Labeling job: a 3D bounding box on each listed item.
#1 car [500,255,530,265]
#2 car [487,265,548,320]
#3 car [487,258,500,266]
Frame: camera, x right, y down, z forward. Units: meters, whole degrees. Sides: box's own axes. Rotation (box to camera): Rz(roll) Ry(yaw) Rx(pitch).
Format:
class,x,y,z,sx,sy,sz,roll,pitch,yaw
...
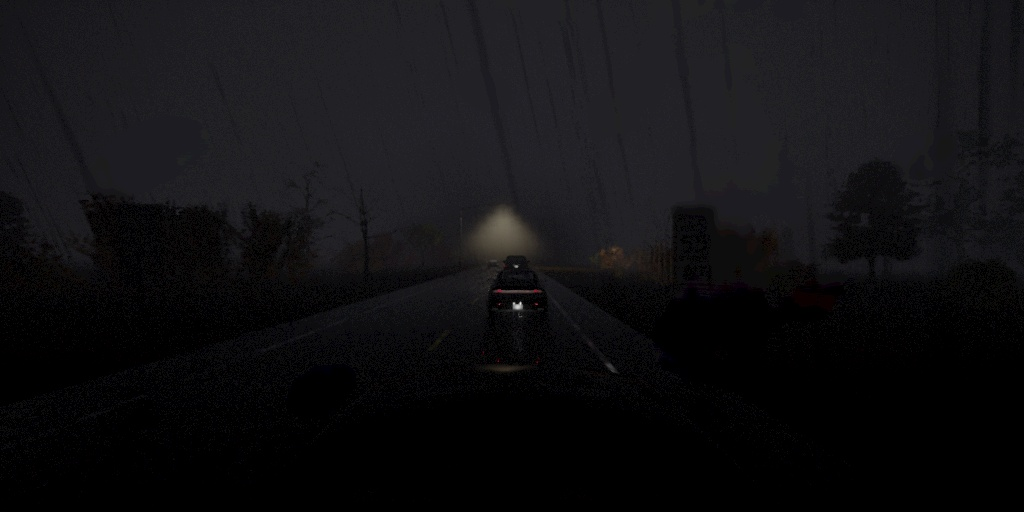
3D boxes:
class,x,y,z,sx,sy,sz,roll,pitch,yaw
car,0.373,0.967,31.532,2.150,2.045,5.566,0,0,1
car,0.186,1.237,12.642,2.128,1.511,4.902,0,0,0
car,-3.008,1.323,58.950,1.994,1.385,4.181,0,0,1
